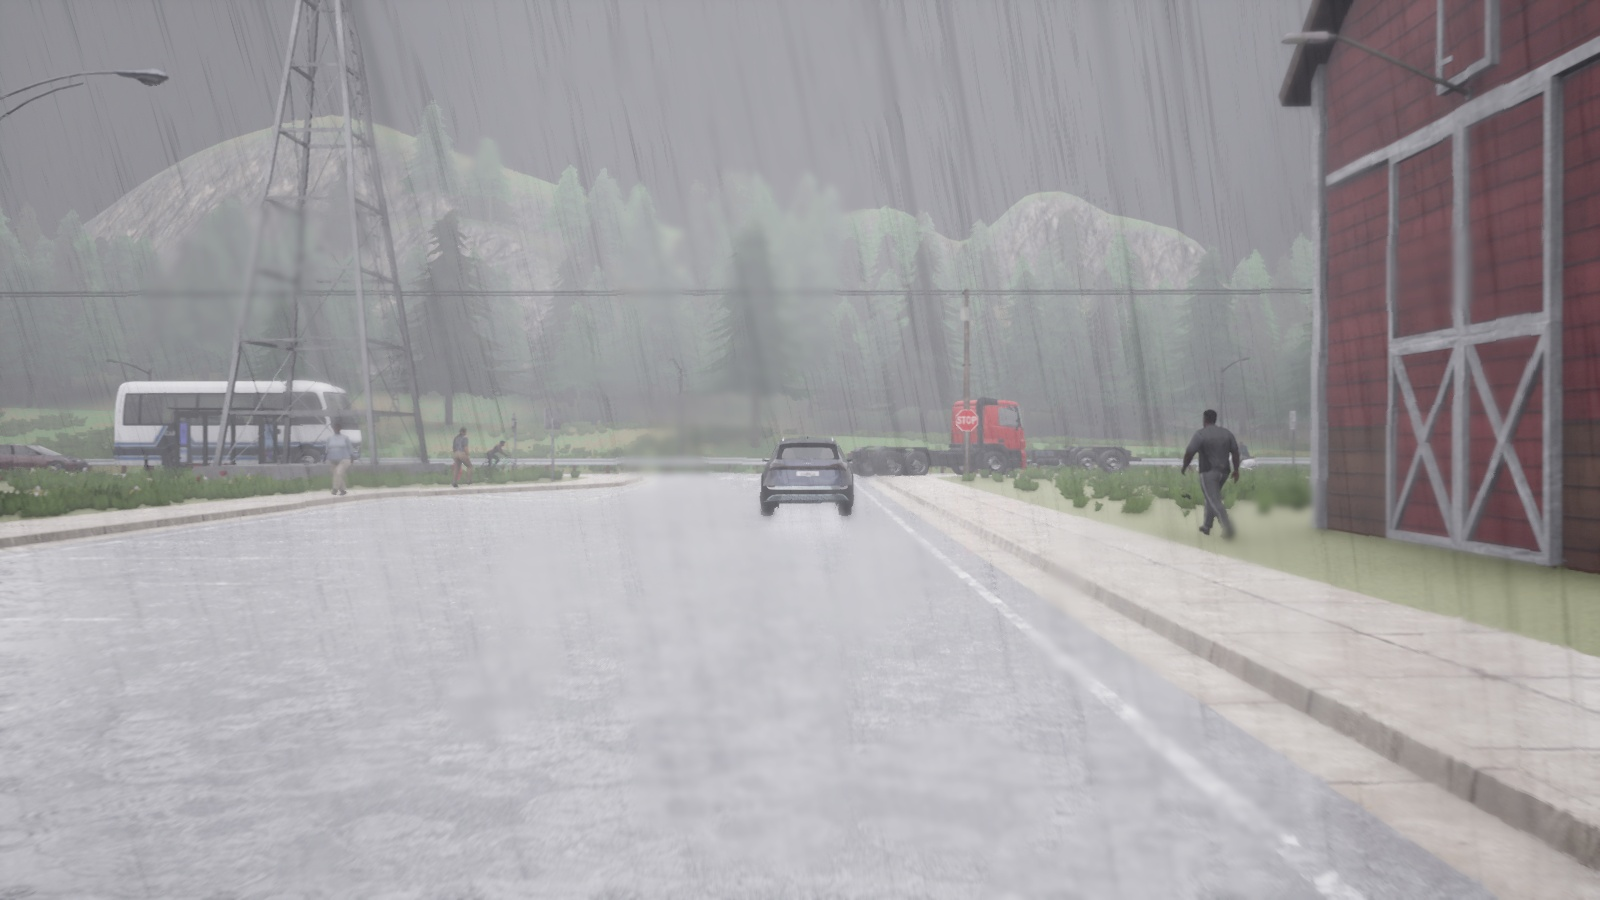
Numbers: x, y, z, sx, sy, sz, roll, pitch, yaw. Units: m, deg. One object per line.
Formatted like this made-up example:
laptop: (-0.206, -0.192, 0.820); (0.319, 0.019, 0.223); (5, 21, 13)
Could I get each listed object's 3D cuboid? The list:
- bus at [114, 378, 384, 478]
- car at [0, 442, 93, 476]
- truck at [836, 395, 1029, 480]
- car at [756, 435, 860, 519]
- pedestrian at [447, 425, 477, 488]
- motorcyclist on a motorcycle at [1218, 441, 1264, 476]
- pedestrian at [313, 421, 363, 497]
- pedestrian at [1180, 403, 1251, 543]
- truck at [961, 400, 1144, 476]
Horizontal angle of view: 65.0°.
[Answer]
bus: (-24.246, -0.963, 55.690); (10.273, 4.253, 3.944); (0, 0, 1)
car: (-34.447, 0.404, 55.868); (4.792, 1.488, 2.163); (0, 0, -9)
truck: (5.739, -0.536, 54.116); (7.936, 3.462, 2.891); (0, 0, -25)
car: (0.169, 0.524, 27.133); (2.033, 1.649, 4.856); (0, 0, 0)
pedestrian: (-10.076, 0.182, 37.487); (0.540, 1.848, 0.694); (0, 0, 24)
motorcyclist on a motorcycle: (20.425, 0.389, 58.157); (1.817, 1.590, 0.866); (0, 0, 1)
pedestrian: (-11.414, 0.218, 31.058); (0.874, 1.855, 0.900); (0, 0, 3)
pedestrian: (5.731, 0.304, 17.346); (0.563, 1.883, 0.849); (0, 0, -13)
truck: (11.612, -0.554, 58.359); (7.936, 3.462, 2.891); (0, 0, 1)
